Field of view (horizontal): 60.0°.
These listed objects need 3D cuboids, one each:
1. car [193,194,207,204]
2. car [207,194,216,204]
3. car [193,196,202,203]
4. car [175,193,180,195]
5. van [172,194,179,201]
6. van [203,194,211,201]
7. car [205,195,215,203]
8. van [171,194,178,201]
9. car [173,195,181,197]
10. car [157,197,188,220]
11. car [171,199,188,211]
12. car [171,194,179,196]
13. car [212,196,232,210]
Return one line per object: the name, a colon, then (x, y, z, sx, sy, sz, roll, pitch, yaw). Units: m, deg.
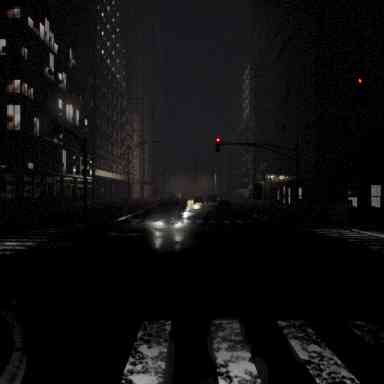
car: (1.296, 1.525, 62.677, 1.812, 1.442, 4.674, 0, 0, -1)
car: (3.769, 1.313, 63.929, 2.192, 1.841, 5.009, 0, 0, 0)
car: (1.172, 1.528, 73.349, 2.033, 1.411, 5.357, 0, 0, 0)
car: (-4.160, 1.426, 74.949, 1.967, 1.590, 4.097, 0, 0, 0)
van: (-4.210, 1.315, 86.004, 1.690, 1.788, 3.998, 0, 0, 0)
van: (3.695, 1.321, 80.512, 1.690, 1.788, 3.998, 0, 0, 0)
car: (3.744, 1.432, 69.457, 1.967, 1.590, 4.097, 0, 0, 0)
van: (-4.185, 1.321, 80.477, 1.690, 1.788, 3.998, 0, 0, 0)
car: (-1.586, 1.608, 52.737, 1.895, 1.301, 4.718, 0, 0, 0)
car: (-1.742, 1.497, 28.582, 1.882, 1.535, 5.008, 0, 0, 4)
car: (-1.537, 1.614, 41.800, 1.895, 1.301, 4.718, 0, 0, 0)
car: (-4.111, 1.564, 63.894, 1.947, 1.339, 4.313, 0, 0, 0)
car: (3.917, 1.579, 41.820, 1.947, 1.339, 4.313, 0, 0, 0)
